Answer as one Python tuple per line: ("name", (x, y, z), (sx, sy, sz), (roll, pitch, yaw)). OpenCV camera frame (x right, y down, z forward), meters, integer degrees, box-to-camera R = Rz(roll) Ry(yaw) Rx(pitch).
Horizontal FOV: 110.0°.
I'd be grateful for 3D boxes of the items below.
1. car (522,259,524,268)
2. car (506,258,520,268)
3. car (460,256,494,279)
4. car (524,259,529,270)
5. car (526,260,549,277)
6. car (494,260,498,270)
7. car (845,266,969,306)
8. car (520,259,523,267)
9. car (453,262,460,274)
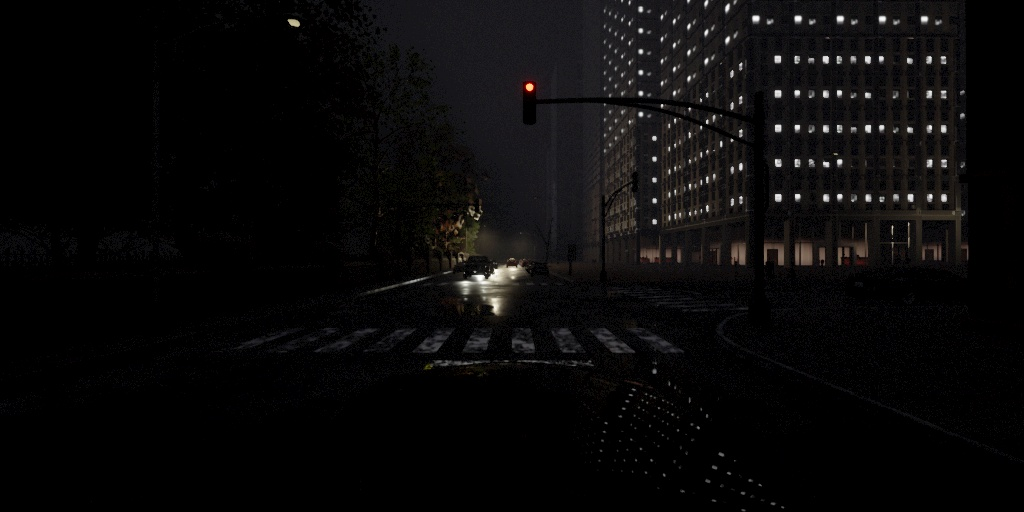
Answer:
("car", (2.687, 1.339, 46.880), (1.948, 1.339, 4.313), (0, 0, 0))
("car", (-0.003, 1.268, 62.068), (1.882, 1.535, 5.008), (0, 0, 0))
("car", (-3.103, 0.984, 32.821), (2.150, 2.045, 5.566), (0, 0, 0))
("car", (2.687, 1.334, 41.248), (1.948, 1.339, 4.313), (0, 0, 0))
("car", (2.687, 1.330, 35.615), (1.948, 1.339, 4.313), (0, 0, 0))
("car", (-3.102, 1.261, 43.122), (2.128, 1.511, 4.902), (0, 0, 0))
("car", (14.684, 1.026, 13.033), (4.313, 1.339, 1.948), (0, 0, 0))
("car", (2.687, 1.337, 63.778), (1.888, 1.381, 4.507), (0, 0, 0))
("car", (-5.693, 1.350, 41.247), (1.802, 1.307, 4.207), (0, 0, 0))
